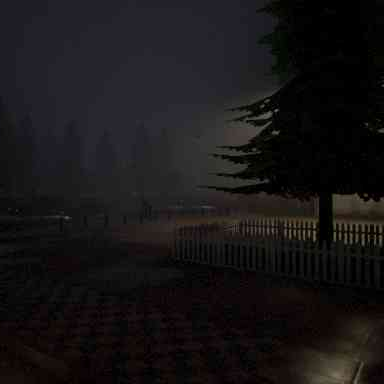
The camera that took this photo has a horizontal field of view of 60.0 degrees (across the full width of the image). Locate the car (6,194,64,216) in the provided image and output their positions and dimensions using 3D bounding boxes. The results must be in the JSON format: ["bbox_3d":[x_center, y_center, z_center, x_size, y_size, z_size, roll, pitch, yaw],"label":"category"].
[{"bbox_3d":[-15.208,1.221,32.850,2.150,2.045,5.566,0,0,35],"label":"car"}]

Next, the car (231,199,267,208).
[{"bbox_3d":[8.129,1.217,47.153,2.150,2.045,5.566,0,-1,36],"label":"car"}]

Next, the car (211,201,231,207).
[{"bbox_3d":[5.088,1.564,48.990,1.994,1.385,4.181,0,0,35],"label":"car"}]

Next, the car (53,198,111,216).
[{"bbox_3d":[-10.608,1.547,33.273,2.033,1.411,5.357,0,0,35],"label":"car"}]

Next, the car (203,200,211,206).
[{"bbox_3d":[3.835,1.548,53.387,2.033,1.411,5.357,0,0,36],"label":"car"}]

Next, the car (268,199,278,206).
[{"bbox_3d":[14.267,1.547,55.774,2.033,1.411,5.357,0,0,36],"label":"car"}]

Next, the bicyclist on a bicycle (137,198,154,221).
[{"bbox_3d":[-3.433,1.302,24.414,1.656,1.620,0.582,0,0,35],"label":"bicyclist on a bicycle"}]

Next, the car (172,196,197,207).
[{"bbox_3d":[-1.178,1.351,52.442,2.097,1.767,4.553,0,0,36],"label":"car"}]
